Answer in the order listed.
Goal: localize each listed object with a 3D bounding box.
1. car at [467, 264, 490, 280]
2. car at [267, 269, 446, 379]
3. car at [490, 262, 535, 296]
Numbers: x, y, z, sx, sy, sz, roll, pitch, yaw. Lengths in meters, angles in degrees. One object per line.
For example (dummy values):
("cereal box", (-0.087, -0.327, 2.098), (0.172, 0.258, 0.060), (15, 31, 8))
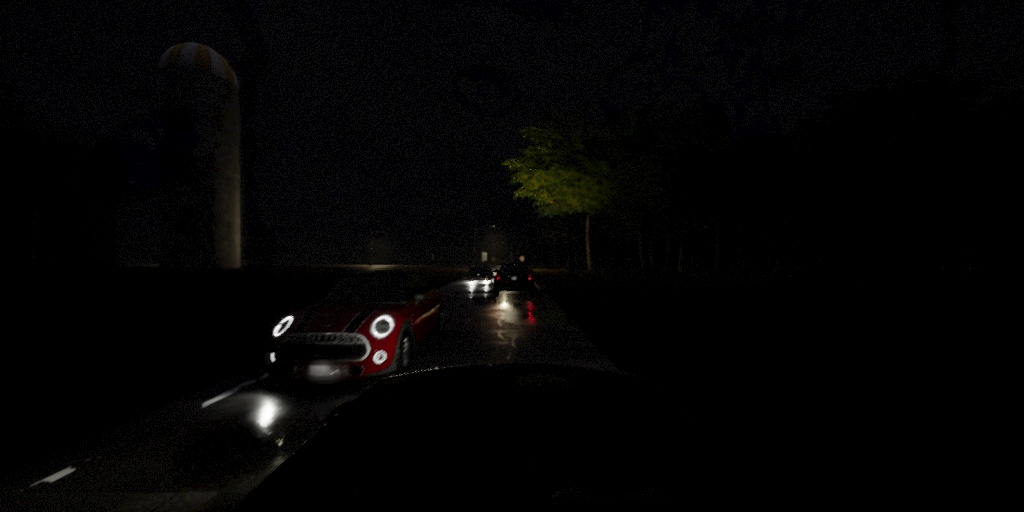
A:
("car", (-2.833, 1.402, 32.310), (1.994, 1.385, 4.181), (0, 0, 0))
("car", (-2.806, 1.107, 7.530), (2.097, 1.767, 4.553), (0, 0, 1))
("car", (0.107, 1.140, 19.807), (2.097, 1.767, 4.553), (0, 0, 0))
